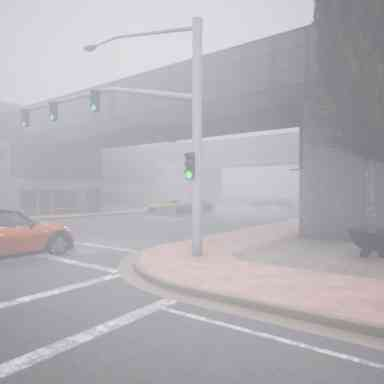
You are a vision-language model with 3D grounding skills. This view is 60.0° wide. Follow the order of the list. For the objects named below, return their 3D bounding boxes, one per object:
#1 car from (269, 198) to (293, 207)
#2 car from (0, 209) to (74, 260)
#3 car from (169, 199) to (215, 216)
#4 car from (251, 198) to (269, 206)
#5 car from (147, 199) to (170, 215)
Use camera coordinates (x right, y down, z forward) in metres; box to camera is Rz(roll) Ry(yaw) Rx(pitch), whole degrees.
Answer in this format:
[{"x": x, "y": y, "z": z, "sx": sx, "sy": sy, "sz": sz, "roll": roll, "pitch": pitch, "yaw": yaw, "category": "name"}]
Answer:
[{"x": 13.966, "y": 1.548, "z": 50.919, "sx": 1.994, "sy": 1.385, "sz": 4.181, "roll": 0, "pitch": 0, "yaw": 36, "category": "car"}, {"x": -6.215, "y": 1.339, "z": 10.887, "sx": 2.097, "sy": 1.767, "sz": 4.553, "roll": 0, "pitch": 0, "yaw": 35, "category": "car"}, {"x": 0.340, "y": 1.461, "z": 32.216, "sx": 1.882, "sy": 1.535, "sz": 5.008, "roll": 0, "pitch": 0, "yaw": 36, "category": "car"}, {"x": 11.185, "y": 1.581, "z": 53.042, "sx": 1.895, "sy": 1.301, "sz": 4.718, "roll": 0, "pitch": 0, "yaw": 36, "category": "car"}, {"x": -2.497, "y": 1.458, "z": 34.266, "sx": 1.882, "sy": 1.535, "sz": 5.008, "roll": 0, "pitch": 0, "yaw": 36, "category": "car"}]
